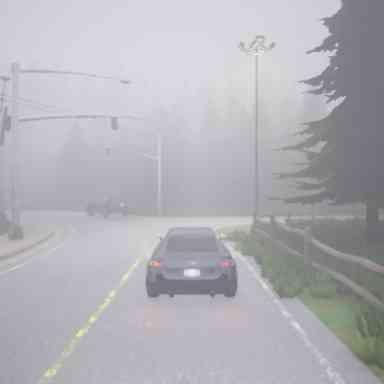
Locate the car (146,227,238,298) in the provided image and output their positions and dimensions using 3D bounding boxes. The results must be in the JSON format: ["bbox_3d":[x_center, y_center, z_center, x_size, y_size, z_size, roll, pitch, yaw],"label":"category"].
[{"bbox_3d":[-0.024,1.575,8.606,1.994,1.385,4.181,0,0,-1],"label":"car"}]

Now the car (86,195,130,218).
[{"bbox_3d":[-7.794,1.258,30.732,2.150,2.045,5.566,1,0,-40],"label":"car"}]
